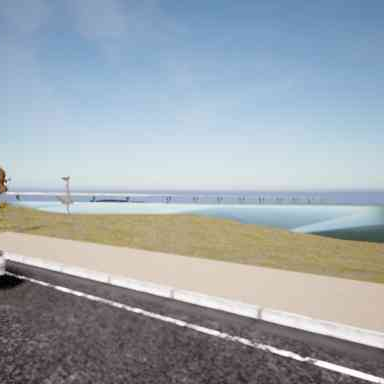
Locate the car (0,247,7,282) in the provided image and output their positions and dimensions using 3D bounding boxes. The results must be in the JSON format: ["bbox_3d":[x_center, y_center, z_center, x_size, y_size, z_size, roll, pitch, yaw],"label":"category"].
[{"bbox_3d":[-6.374,1.525,8.229,4.674,1.442,1.812,0,0,36],"label":"car"}]
